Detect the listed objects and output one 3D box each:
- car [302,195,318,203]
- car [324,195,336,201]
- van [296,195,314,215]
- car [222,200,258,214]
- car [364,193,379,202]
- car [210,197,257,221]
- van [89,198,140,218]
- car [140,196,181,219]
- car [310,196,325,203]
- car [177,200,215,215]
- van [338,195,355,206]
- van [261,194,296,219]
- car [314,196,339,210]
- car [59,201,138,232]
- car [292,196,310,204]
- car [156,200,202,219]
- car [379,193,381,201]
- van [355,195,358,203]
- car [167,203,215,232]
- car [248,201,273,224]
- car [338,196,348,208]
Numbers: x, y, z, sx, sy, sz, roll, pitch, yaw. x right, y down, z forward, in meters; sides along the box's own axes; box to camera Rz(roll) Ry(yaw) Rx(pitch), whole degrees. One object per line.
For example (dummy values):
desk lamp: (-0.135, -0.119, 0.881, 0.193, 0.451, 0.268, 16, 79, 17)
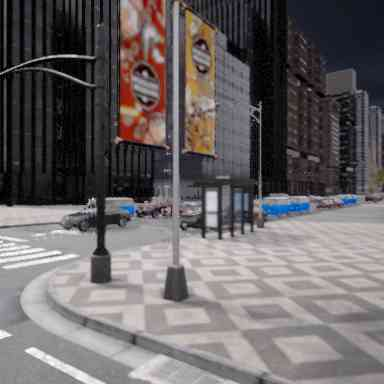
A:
car: (23.551, 1.420, 66.494, 1.967, 1.590, 4.097, 0, 0, 35)
car: (33.335, 1.506, 80.226, 1.752, 1.417, 4.829, 0, 0, 35)
van: (10.727, 1.339, 33.806, 1.690, 1.788, 3.998, 0, 0, 35)
car: (5.267, 1.588, 36.236, 1.895, 1.301, 4.718, 0, 0, 36)
car: (40.379, 1.312, 75.420, 2.192, 1.841, 5.009, 0, 0, 35)
car: (3.659, 1.349, 28.480, 2.097, 1.767, 4.553, 0, 0, 35)
van: (-6.100, 1.332, 24.880, 1.690, 1.788, 3.998, 0, 0, 35)
car: (-2.806, 1.302, 29.504, 2.192, 1.841, 5.009, 0, 0, 35)
car: (26.746, 1.506, 70.979, 1.752, 1.417, 4.829, 0, 0, 35)
car: (0.489, 1.566, 34.128, 1.802, 1.307, 4.206, 0, 0, 35)
van: (23.906, 1.338, 52.301, 1.690, 1.788, 3.998, 0, 0, 35)
van: (7.433, 1.341, 29.182, 1.690, 1.788, 3.998, 0, 0, 35)
car: (17.316, 1.578, 43.054, 1.802, 1.307, 4.206, 0, 0, 35)
car: (-5.862, 1.525, 20.623, 1.812, 1.442, 4.674, 0, 0, 37)
car: (20.256, 1.531, 61.870, 2.008, 1.369, 4.403, 0, 0, 35)
car: (-0.517, 1.593, 28.131, 1.895, 1.301, 4.718, 0, 0, 35)
car: (43.772, 1.523, 80.183, 1.752, 1.417, 4.829, 0, 0, 35)
van: (27.201, 1.338, 56.925, 1.690, 1.788, 3.998, 0, 0, 35)
car: (0.843, 1.559, 19.935, 2.008, 1.369, 4.403, 0, 0, 35)
car: (4.138, 1.586, 24.559, 1.802, 1.307, 4.206, 0, 0, 35)
car: (20.611, 1.578, 47.678, 1.802, 1.307, 4.206, 0, 0, 35)
